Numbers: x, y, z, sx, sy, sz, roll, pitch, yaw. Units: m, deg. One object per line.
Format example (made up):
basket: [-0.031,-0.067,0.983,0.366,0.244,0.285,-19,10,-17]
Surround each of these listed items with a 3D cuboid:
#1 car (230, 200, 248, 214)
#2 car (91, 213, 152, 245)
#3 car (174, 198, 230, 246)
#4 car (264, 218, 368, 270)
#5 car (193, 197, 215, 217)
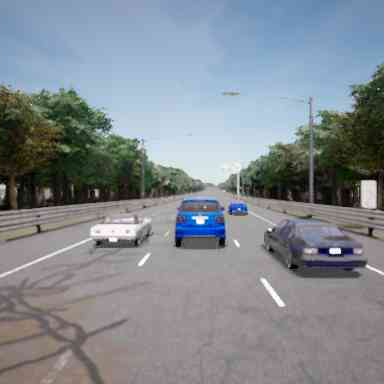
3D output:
car: [4.955,1.591,36.480,1.882,1.535,5.008,0,0,3]
car: [-3.104,1.643,15.645,1.895,1.301,4.718,0,0,2]
car: [0.402,1.268,15.742,2.150,2.045,5.566,0,0,2]
car: [3.761,1.585,11.115,2.033,1.411,5.357,0,0,1]
car: [1.300,1.453,33.851,2.097,1.767,4.553,0,0,3]
